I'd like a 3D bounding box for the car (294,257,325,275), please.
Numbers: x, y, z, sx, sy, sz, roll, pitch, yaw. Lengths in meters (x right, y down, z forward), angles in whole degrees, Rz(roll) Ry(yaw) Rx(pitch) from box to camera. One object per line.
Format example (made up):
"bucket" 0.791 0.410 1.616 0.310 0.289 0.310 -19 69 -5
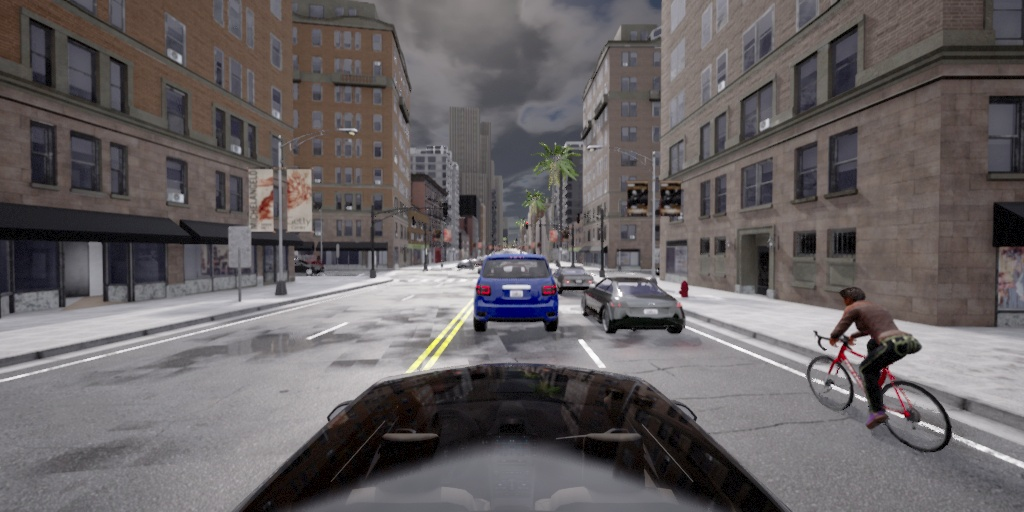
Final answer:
"car" -20.905 1.079 34.806 4.892 1.490 1.837 1 1 -9

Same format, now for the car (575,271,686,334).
"car" 3.324 1.300 10.606 1.994 1.385 4.181 0 0 0

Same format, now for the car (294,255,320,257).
"car" -23.936 0.783 40.190 5.009 1.841 2.192 0 0 -9

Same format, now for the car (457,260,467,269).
"car" -6.722 1.240 52.110 1.994 1.385 4.181 0 0 2

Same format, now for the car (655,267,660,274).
"car" 16.172 1.468 34.738 4.313 1.339 1.948 0 0 0

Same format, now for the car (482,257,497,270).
"car" -3.290 1.028 52.258 2.097 1.767 4.553 0 0 -2

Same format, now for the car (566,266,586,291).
"car" 3.230 1.270 19.839 2.033 1.411 5.357 0 0 0

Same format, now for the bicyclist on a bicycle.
"bicyclist on a bicycle" 4.141 1.199 4.199 0.582 1.620 1.656 0 0 0

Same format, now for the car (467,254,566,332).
"car" 0.092 0.957 10.939 2.150 2.045 5.566 0 0 0
